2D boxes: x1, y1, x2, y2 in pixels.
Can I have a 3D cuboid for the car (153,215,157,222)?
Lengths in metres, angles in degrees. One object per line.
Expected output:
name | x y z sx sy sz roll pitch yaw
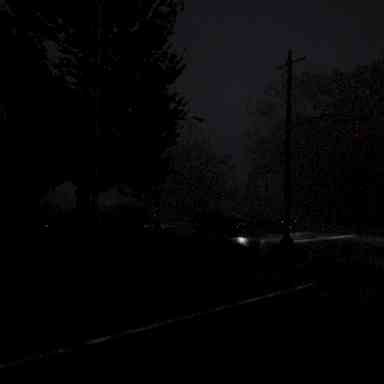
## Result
car | -5.804 2.688 36.461 2.097 1.767 4.553 2 -5 -43

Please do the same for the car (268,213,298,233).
car | 5.020 2.100 23.557 1.895 1.301 4.718 2 -3 -40

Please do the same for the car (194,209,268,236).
car | 2.149 1.897 21.544 1.882 1.535 5.008 2 -3 -38
